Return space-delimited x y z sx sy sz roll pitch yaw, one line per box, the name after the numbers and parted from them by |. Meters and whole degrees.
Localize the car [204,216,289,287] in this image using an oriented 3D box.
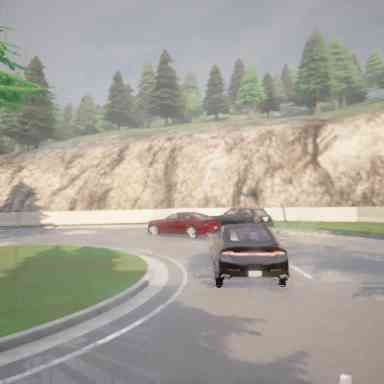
1.527 1.692 9.978 2.128 1.511 4.902 -1 -1 2 | car

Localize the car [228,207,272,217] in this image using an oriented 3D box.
3.010 1.782 21.725 2.097 1.767 4.553 0 -2 -44 | car

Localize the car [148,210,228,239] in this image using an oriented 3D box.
-0.561 1.947 20.423 5.008 1.535 1.882 -2 -3 39 | car
